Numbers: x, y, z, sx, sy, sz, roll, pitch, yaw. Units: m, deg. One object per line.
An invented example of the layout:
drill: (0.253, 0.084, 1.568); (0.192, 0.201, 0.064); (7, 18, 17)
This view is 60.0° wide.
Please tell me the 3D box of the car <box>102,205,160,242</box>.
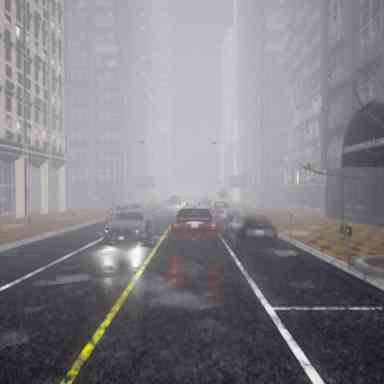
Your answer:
car: (-3.086, 1.645, 17.176); (2.033, 1.411, 5.357); (0, 0, 0)

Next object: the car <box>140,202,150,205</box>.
car: (-5.645, 1.747, 32.429); (1.947, 1.339, 4.313); (-1, 0, 0)

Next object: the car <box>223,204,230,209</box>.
car: (2.694, 1.669, 21.014); (2.008, 1.369, 4.403); (-1, 0, 0)

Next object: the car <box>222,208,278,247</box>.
car: (2.690, 1.653, 15.340); (1.947, 1.339, 4.313); (-1, 0, 0)

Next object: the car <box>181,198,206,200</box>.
car: (0.123, 1.672, 32.563); (2.128, 1.511, 4.902); (0, 0, 0)

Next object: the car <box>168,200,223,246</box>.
car: (0.111, 1.442, 16.007); (2.097, 1.767, 4.553); (0, 0, 0)

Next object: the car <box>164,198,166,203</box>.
car: (-5.649, 1.920, 72.147); (2.008, 1.369, 4.403); (-1, 0, 0)

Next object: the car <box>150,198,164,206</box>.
car: (-5.651, 1.788, 49.281); (1.752, 1.417, 4.829); (-1, 0, 0)

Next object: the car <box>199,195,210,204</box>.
car: (2.727, 1.684, 72.085); (2.192, 1.841, 5.009); (-1, 0, 0)

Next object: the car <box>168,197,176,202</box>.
car: (-5.632, 2.023, 94.844); (1.947, 1.339, 4.313); (-1, 0, 0)

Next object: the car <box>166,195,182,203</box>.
car: (-2.987, 1.534, 59.584); (2.150, 2.045, 5.566); (0, 0, 1)

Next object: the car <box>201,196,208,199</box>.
car: (2.398, 1.810, 58.517); (1.837, 1.490, 4.892); (0, 0, 0)

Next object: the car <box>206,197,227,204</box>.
car: (2.700, 1.620, 32.363); (1.967, 1.590, 4.097); (-1, 0, 0)

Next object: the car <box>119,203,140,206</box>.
car: (-5.649, 1.732, 26.755); (1.802, 1.307, 4.206); (-1, 0, 0)
